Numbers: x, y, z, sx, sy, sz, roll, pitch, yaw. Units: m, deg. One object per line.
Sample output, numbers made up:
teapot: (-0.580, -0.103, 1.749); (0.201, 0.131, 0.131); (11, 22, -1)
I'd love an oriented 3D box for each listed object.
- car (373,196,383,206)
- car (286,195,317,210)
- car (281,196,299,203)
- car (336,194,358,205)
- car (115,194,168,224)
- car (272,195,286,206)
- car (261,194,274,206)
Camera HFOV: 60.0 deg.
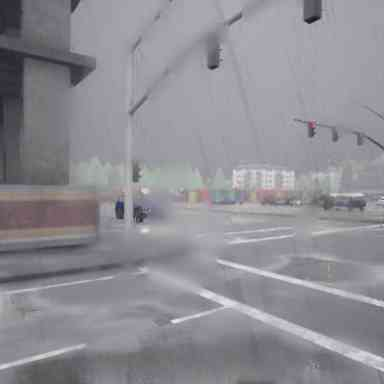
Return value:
car: (32.670, 1.661, 55.692); (3.806, 1.475, 1.970); (0, 0, -35)
car: (17.012, 1.592, 51.672); (3.806, 1.475, 1.970); (0, 0, -35)
car: (21.209, 1.629, 71.831); (3.905, 1.438, 1.784); (0, 0, -35)
car: (37.117, 1.500, 79.573); (3.866, 1.878, 1.905); (0, 0, -35)
car: (-4.027, 1.213, 25.615); (2.150, 2.045, 5.566); (0, 0, -36)
car: (15.339, 1.561, 54.035); (3.905, 1.438, 1.784); (0, 0, -35)
car: (13.748, 1.350, 56.196); (4.605, 1.855, 1.932); (0, 0, -35)
